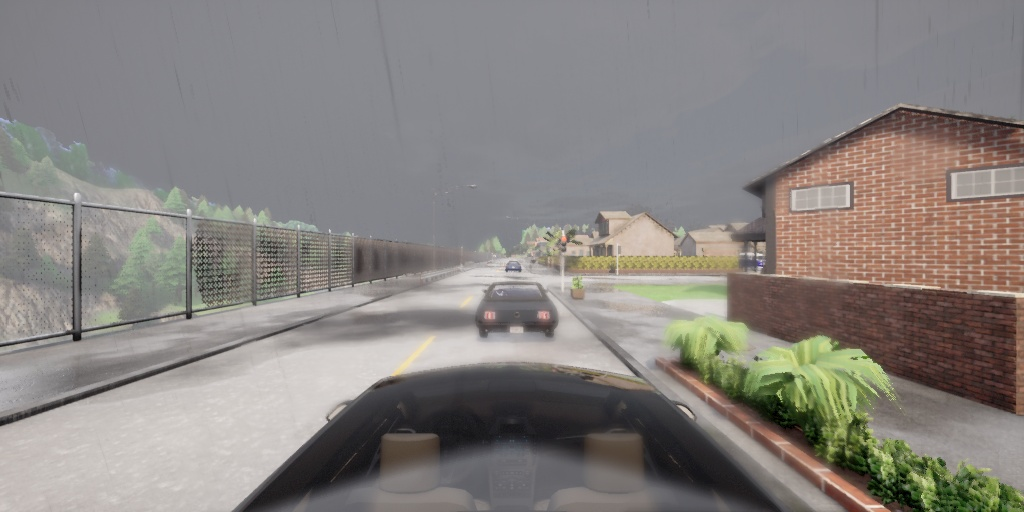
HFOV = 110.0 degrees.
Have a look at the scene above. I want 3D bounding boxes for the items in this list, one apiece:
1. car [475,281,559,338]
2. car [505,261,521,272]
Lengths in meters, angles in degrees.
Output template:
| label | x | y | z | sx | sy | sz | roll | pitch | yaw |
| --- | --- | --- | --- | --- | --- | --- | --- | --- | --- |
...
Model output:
| label | x | y | z | sx | sy | sz | roll | pitch | yaw |
| --- | --- | --- | --- | --- | --- | --- | --- | --- | --- |
| car | 0.115 | 1.351 | 10.184 | 1.895 | 1.301 | 4.718 | 0 | 0 | 0 |
| car | 0.184 | 1.314 | 45.414 | 1.994 | 1.385 | 4.181 | 0 | 0 | 0 |
